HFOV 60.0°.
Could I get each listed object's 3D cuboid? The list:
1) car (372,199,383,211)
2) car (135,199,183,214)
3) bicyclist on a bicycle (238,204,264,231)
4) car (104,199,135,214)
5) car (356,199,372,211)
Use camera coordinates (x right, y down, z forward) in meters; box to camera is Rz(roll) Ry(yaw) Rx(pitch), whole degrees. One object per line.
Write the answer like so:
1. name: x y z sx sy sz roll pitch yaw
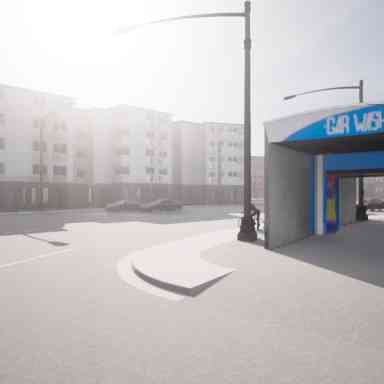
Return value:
1. car: 22.009 1.526 39.913 4.674 1.442 1.812 0 0 -18
2. car: -3.176 1.504 35.006 4.892 1.490 1.837 0 0 -40
3. bicyclist on a bicycle: 3.233 1.301 18.267 1.656 1.620 0.582 0 0 38
4. car: -7.205 1.525 36.055 4.674 1.442 1.812 0 0 -43
5. car: 15.684 1.601 34.084 4.718 1.301 1.895 0 0 -22
